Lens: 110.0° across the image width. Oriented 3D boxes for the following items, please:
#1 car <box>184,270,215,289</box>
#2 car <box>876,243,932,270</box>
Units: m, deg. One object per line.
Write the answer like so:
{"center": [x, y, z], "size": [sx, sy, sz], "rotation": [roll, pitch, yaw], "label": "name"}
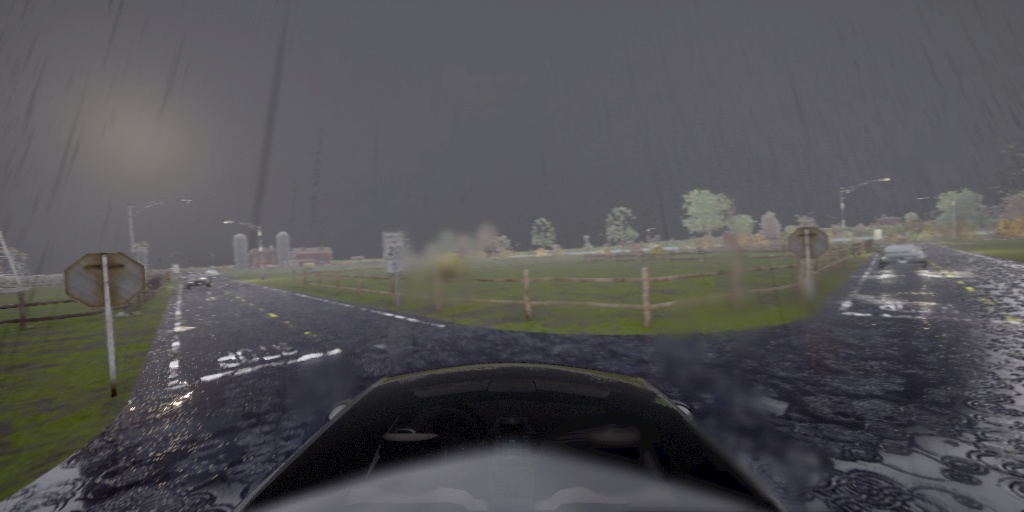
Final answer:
{"center": [-32.126, 2.511, 36.748], "size": [1.837, 1.490, 4.892], "rotation": [-4, 1, -43], "label": "car"}
{"center": [22.726, 0.006, 20.900], "size": [4.674, 1.442, 1.812], "rotation": [-3, 0, -43], "label": "car"}
